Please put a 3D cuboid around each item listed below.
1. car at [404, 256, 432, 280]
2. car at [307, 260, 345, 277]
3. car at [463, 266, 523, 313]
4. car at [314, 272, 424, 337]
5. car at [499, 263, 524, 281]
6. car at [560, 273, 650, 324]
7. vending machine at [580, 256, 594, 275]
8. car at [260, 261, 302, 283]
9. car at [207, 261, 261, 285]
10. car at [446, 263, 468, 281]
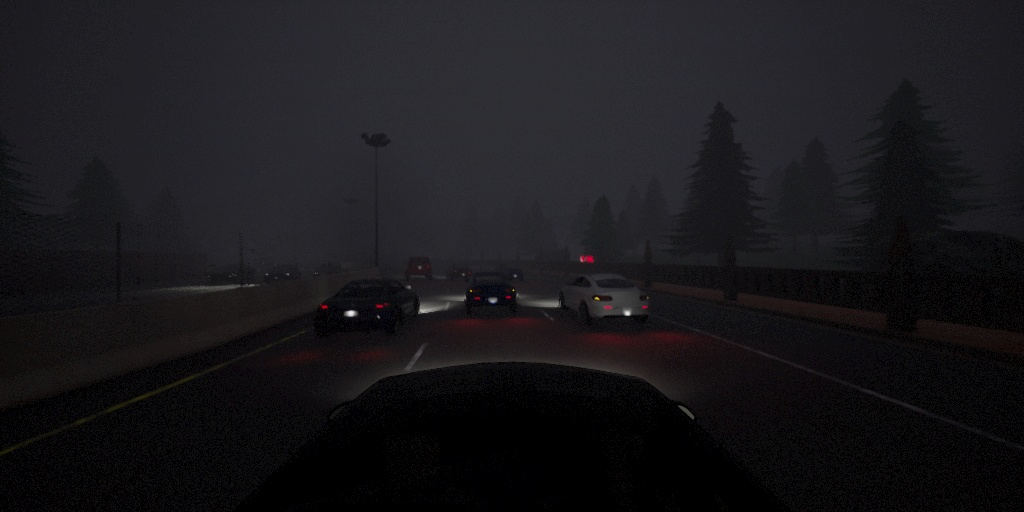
[{"bbox_3d":[-8.447,1.059,32.307,2.150,2.045,5.566,0,0,-18],"label":"car"},{"bbox_3d":[-15.439,1.360,30.449,2.128,1.511,4.902,0,0,-18],"label":"car"},{"bbox_3d":[-0.921,1.299,14.205,1.812,1.442,4.674,0,0,-7],"label":"car"},{"bbox_3d":[-4.012,1.347,10.543,1.994,1.385,4.181,0,0,-5],"label":"car"},{"bbox_3d":[-0.342,1.320,29.299,1.812,1.442,4.674,0,0,-15],"label":"car"},{"bbox_3d":[2.874,1.278,11.857,1.812,1.442,4.674,0,0,-5],"label":"car"},{"bbox_3d":[6.910,0.961,33.058,1.100,2.100,0.880,0,0,-16],"label":"vending machine"},{"bbox_3d":[-18.891,1.409,29.798,1.812,1.442,4.674,0,0,-19],"label":"car"},{"bbox_3d":[-22.157,1.375,28.533,1.882,1.535,5.008,0,0,-19],"label":"car"},{"bbox_3d":[-4.641,1.344,31.631,1.812,1.442,4.674,0,0,-16],"label":"car"}]
